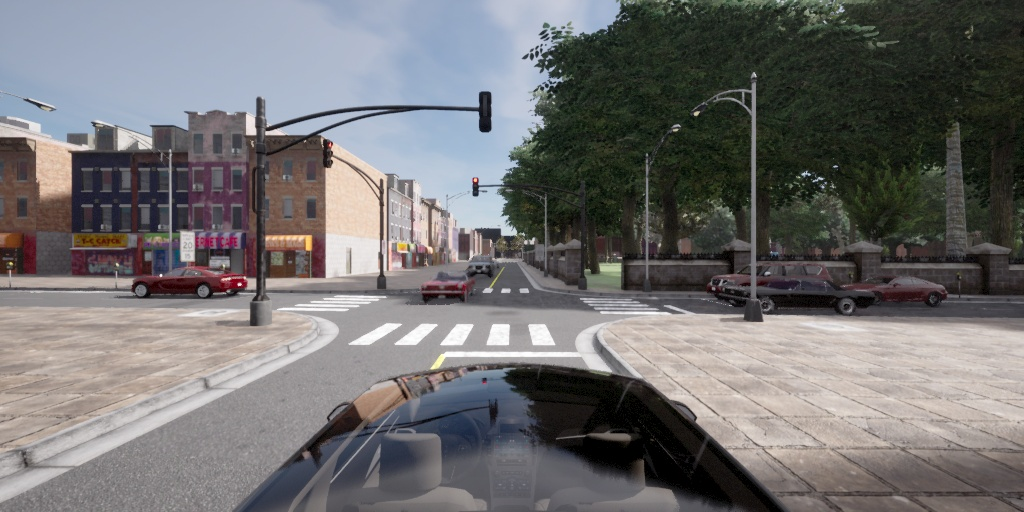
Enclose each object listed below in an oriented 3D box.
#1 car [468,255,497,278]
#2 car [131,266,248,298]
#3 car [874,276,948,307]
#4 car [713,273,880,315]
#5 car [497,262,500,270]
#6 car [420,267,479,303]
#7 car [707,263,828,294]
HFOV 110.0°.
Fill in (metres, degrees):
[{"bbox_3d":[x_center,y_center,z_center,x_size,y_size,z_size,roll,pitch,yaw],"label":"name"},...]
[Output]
[{"bbox_3d":[-2.845,0.972,33.693,2.150,2.045,5.566,0,0,0],"label":"car"},{"bbox_3d":[-14.717,1.153,16.438,4.507,1.381,1.888,0,0,0],"label":"car"},{"bbox_3d":[17.159,1.537,16.331,4.207,1.307,1.802,0,0,0],"label":"car"},{"bbox_3d":[10.764,1.486,13.861,4.718,1.301,1.895,1,0,2],"label":"car"},{"bbox_3d":[-2.833,1.296,52.643,1.994,1.385,4.181,0,0,0],"label":"car"},{"bbox_3d":[-2.852,1.352,16.795,1.895,1.301,4.718,0,0,0],"label":"car"},{"bbox_3d":[11.711,1.206,16.349,5.009,1.841,2.192,0,0,0],"label":"car"}]
